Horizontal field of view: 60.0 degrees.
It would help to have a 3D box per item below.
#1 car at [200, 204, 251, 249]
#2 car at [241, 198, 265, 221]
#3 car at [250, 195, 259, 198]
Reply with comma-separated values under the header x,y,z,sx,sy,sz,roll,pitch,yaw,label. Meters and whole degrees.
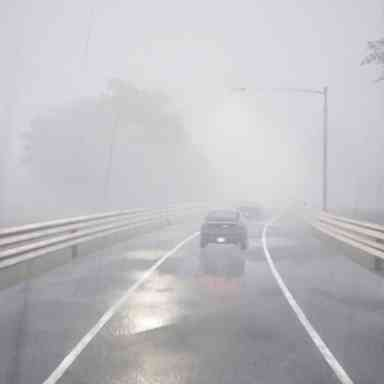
x,y,z,sx,sy,sz,roll,pitch,yaw,label
1.507,1.512,14.665,1.837,1.490,4.892,0,0,10,car
4.918,1.511,27.476,1.882,1.535,5.008,0,0,18,car
15.794,1.489,84.556,1.812,1.442,4.674,0,0,-1,car
